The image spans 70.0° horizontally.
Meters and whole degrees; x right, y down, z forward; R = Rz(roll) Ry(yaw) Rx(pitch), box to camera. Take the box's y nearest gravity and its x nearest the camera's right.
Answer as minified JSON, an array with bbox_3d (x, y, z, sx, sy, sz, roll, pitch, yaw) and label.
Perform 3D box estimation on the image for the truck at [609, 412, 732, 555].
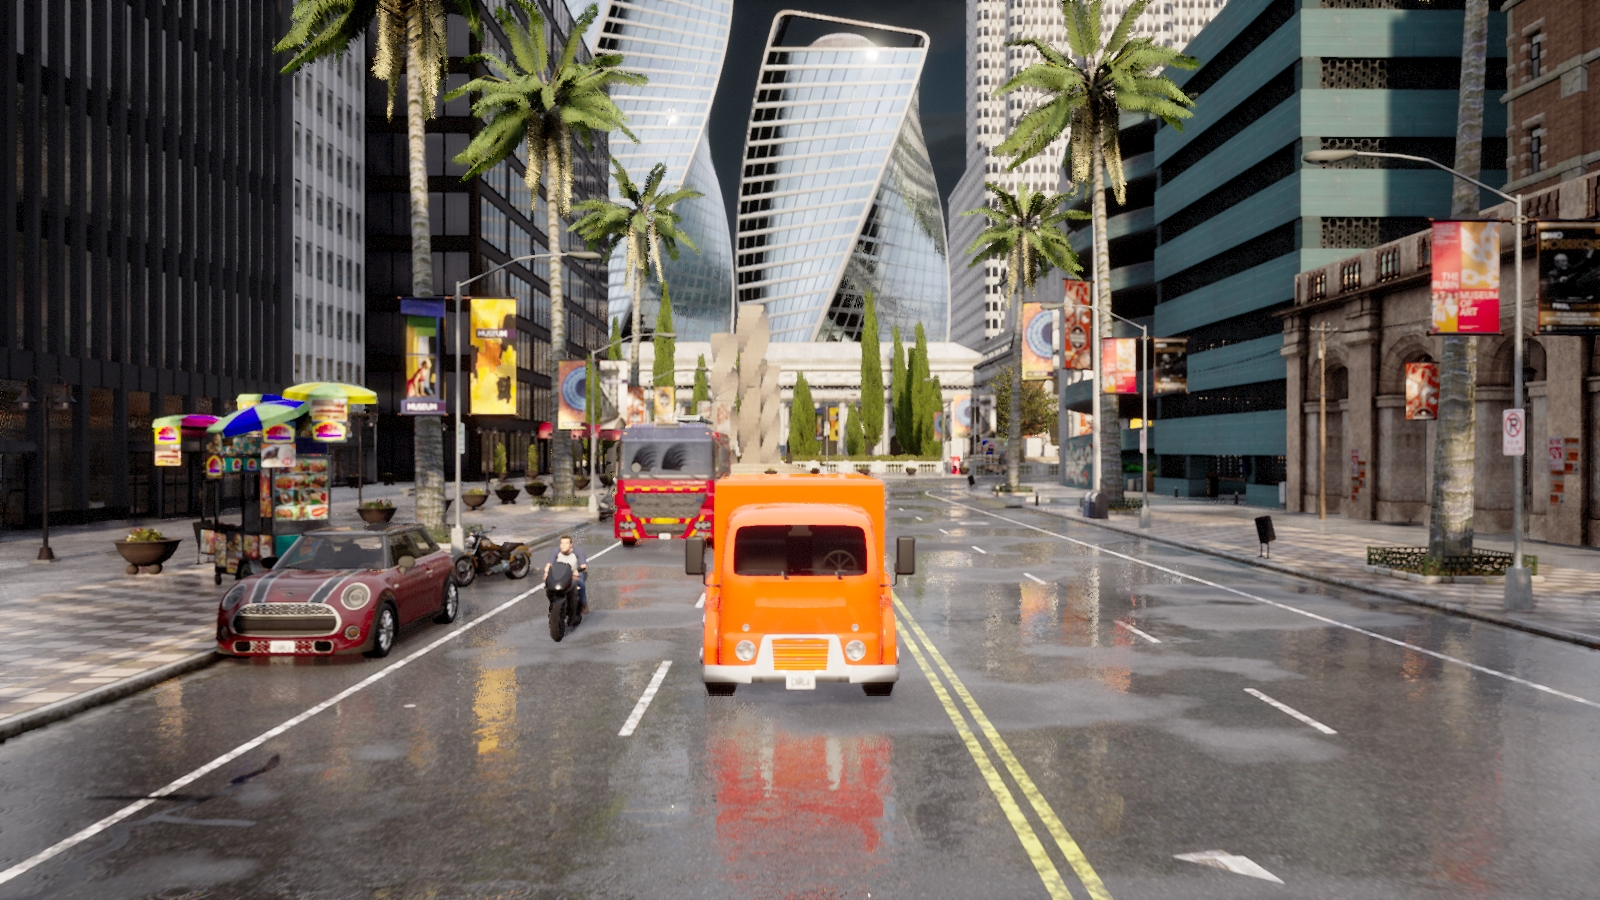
[{"bbox_3d":[-3.719,0.906,34.926,2.891,3.827,8.468,0,0,-1],"label":"truck"}]

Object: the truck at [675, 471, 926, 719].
[{"bbox_3d":[-0.015,1.568,14.586,2.627,2.467,5.204,0,0,0],"label":"truck"}]
